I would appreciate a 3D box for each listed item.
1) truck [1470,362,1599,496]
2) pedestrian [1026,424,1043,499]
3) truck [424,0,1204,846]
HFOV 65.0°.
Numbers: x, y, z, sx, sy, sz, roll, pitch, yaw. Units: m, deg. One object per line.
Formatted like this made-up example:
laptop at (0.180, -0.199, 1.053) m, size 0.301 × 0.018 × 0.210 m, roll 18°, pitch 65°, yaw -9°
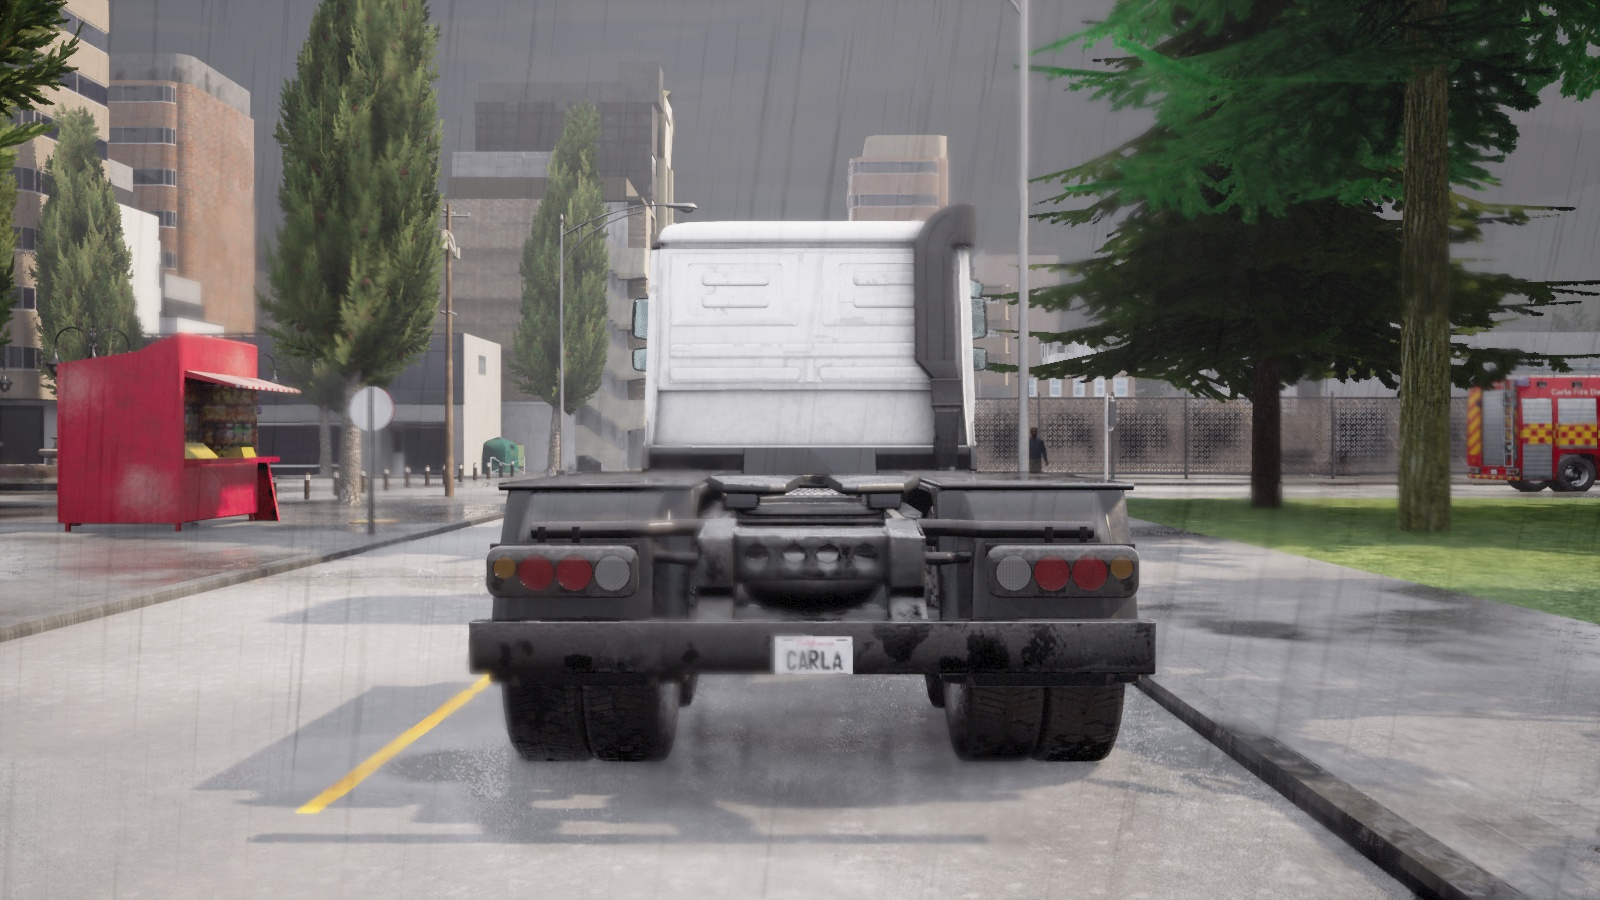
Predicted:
truck at (24.945, -0.609, 37.322) m, size 8.468 × 3.827 × 2.891 m, roll 0°, pitch 0°, yaw 0°
pedestrian at (5.809, 0.285, 31.143) m, size 0.370 × 1.835 × 0.726 m, roll 0°, pitch 0°, yaw 7°
truck at (0.072, -0.284, 8.629) m, size 2.891 × 3.462 × 7.936 m, roll 0°, pitch 0°, yaw 0°
